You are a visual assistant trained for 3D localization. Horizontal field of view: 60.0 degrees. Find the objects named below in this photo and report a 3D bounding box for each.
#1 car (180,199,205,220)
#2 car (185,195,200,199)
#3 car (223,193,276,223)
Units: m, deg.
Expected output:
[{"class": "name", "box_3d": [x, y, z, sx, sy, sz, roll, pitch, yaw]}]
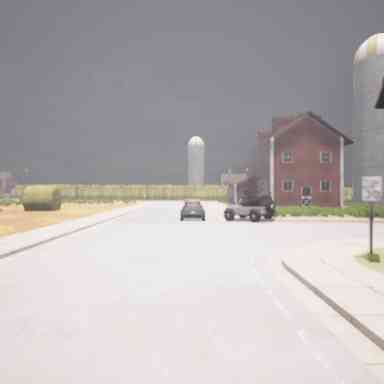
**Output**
[{"class": "car", "box_3d": [0.061, 1.495, 27.101, 1.994, 1.385, 4.181, 0, 0, 0]}, {"class": "car", "box_3d": [0.062, 1.237, 44.383, 2.097, 1.767, 4.553, 0, 0, 0]}, {"class": "car", "box_3d": [4.152, 1.103, 24.104, 1.905, 1.878, 3.866, -8, 4, -42]}]
